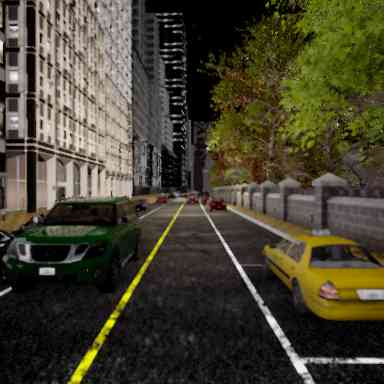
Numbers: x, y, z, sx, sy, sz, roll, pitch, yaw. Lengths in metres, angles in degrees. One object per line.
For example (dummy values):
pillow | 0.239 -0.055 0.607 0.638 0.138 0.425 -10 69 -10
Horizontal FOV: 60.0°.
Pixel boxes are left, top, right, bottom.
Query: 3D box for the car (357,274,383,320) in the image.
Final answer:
car | 2.708 1.573 1.482 1.802 1.307 4.206 0 0 0

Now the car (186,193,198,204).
car | 0.056 1.290 55.696 1.895 1.301 4.718 0 0 1

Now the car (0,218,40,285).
car | -5.466 1.507 7.397 2.008 1.369 4.403 0 0 0

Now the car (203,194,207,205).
car | 2.685 1.321 40.868 2.008 1.369 4.403 0 0 0

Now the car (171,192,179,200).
car | -4.890 1.125 80.530 1.947 1.339 4.313 0 0 1

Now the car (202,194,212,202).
car | 2.848 1.193 63.430 1.887 1.381 4.507 0 0 1

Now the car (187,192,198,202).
car | 0.169 0.989 65.732 2.097 1.767 4.553 0 0 1

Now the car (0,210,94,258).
car | -5.471 1.490 13.025 1.947 1.339 4.313 0 0 0

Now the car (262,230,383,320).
car | 2.704 1.483 7.277 1.752 1.417 4.829 0 0 0

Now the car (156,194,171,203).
car | -5.239 1.221 58.028 1.887 1.381 4.507 0 0 0

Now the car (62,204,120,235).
car | -5.475 1.459 18.652 1.947 1.339 4.313 0 0 0

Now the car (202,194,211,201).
car | 2.930 1.143 69.239 1.752 1.417 4.829 0 0 1

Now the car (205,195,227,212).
car | 2.683 1.346 35.235 1.887 1.381 4.507 0 0 0

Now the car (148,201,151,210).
car | -5.487 1.365 35.535 1.947 1.339 4.313 0 0 0

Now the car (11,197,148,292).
car | -2.767 1.171 9.146 2.150 2.045 5.566 0 0 0
